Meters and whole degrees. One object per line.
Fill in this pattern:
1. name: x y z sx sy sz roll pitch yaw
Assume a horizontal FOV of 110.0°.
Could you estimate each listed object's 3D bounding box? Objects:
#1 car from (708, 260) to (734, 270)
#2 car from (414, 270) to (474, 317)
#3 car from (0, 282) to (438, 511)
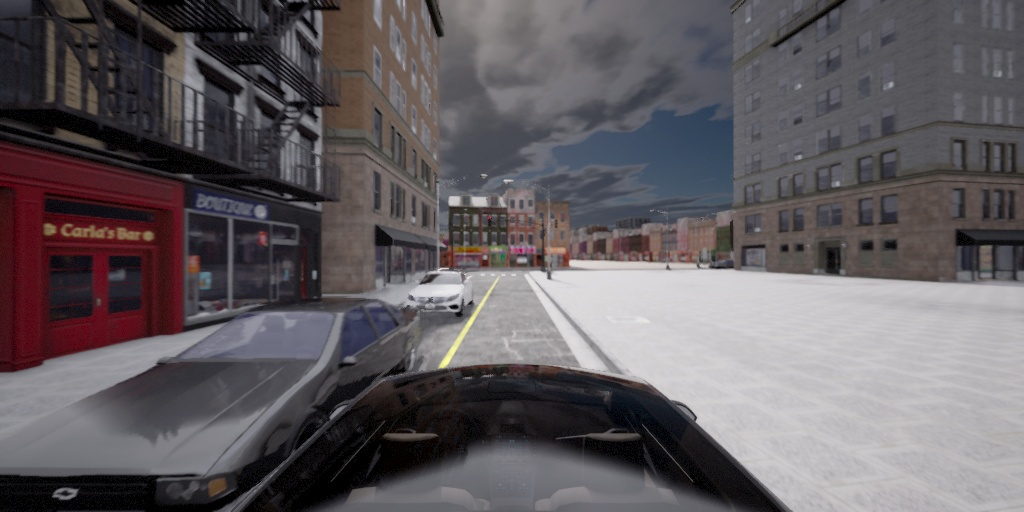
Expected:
1. car: 29.088 1.177 47.918 5.357 1.411 2.033 0 0 -9
2. car: -2.494 1.262 13.285 1.812 1.442 4.674 0 0 0
3. car: -2.592 1.294 4.669 2.033 1.411 5.357 0 0 0
